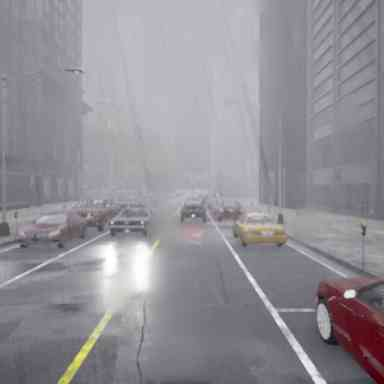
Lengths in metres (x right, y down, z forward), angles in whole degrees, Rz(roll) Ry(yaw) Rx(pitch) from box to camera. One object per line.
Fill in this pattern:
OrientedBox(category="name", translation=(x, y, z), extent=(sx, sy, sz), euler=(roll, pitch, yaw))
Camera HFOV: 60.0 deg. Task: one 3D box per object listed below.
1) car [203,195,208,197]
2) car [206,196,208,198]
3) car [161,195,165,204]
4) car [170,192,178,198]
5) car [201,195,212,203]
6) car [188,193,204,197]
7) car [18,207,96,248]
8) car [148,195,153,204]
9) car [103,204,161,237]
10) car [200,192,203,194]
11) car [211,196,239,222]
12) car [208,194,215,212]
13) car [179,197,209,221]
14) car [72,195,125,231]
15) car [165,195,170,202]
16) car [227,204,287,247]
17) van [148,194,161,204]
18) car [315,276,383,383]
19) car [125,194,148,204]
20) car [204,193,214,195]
OrientedBox(category="car", translation=(2.764, 1.362, 41.425), extent=(2.008, 1.369, 4.403), euler=(0, 0, 0))
OrientedBox(category="car", translation=(2.762, 1.379, 36.001), extent=(1.887, 1.381, 4.507), euler=(0, 0, 0))
OrientedBox(category="car", translation=(-5.760, 1.206, 52.292), extent=(1.967, 1.590, 4.097), euler=(0, 0, 0))
OrientedBox(category="car", translation=(-5.754, 1.116, 95.004), extent=(2.008, 1.369, 4.403), euler=(0, 0, 0))
OrientedBox(category="car", translation=(2.767, 1.283, 63.126), extent=(1.947, 1.339, 4.313), euler=(0, 0, 0))
OrientedBox(category="car", translation=(0.106, 1.285, 45.627), extent=(2.128, 1.511, 4.902), euler=(0, 0, 0))
OrientedBox(category="car", translation=(-5.764, 1.513, 14.311), extent=(1.802, 1.307, 4.206), euler=(0, 0, 0))
OrientedBox(category="car", translation=(-5.762, 1.379, 36.014), extent=(1.887, 1.381, 4.507), euler=(0, 0, 0))
OrientedBox(category="car", translation=(-3.023, 1.516, 17.778), extent=(1.895, 1.301, 4.718), euler=(0, 0, 1))
OrientedBox(category="car", translation=(2.765, 1.080, 52.275), extent=(2.192, 1.841, 5.009), euler=(0, 0, 0))
OrientedBox(category="car", translation=(2.762, 1.321, 25.150), extent=(1.967, 1.590, 4.097), euler=(0, 0, 0))
OrientedBox(category="car", translation=(2.762, 1.298, 30.575), extent=(1.967, 1.590, 4.097), euler=(0, 0, 0))
OrientedBox(category="car", translation=(0.101, 1.384, 25.460), extent=(1.837, 1.490, 4.892), euler=(0, 0, 0))
OrientedBox(category="car", translation=(-5.764, 1.221, 19.736), extent=(2.192, 1.841, 5.009), euler=(0, 0, 0))
OrientedBox(category="car", translation=(-5.758, 1.299, 63.145), extent=(1.802, 1.307, 4.206), euler=(0, 0, 0))
OrientedBox(category="car", translation=(2.761, 1.455, 14.471), extent=(1.752, 1.417, 4.829), euler=(0, 0, 0))
OrientedBox(category="van", translation=(-5.761, 1.130, 46.866), extent=(1.690, 1.788, 3.998), euler=(0, 0, 0))
OrientedBox(category="car", translation=(2.760, 1.527, 3.451), extent=(1.887, 1.381, 4.507), euler=(0, 0, 0))
OrientedBox(category="car", translation=(-5.763, 1.173, 30.588), extent=(2.192, 1.841, 5.009), euler=(0, 0, 0))
OrientedBox(category="car", translation=(2.765, 1.313, 47.021), extent=(1.752, 1.417, 4.829), euler=(0, 0, 0))
